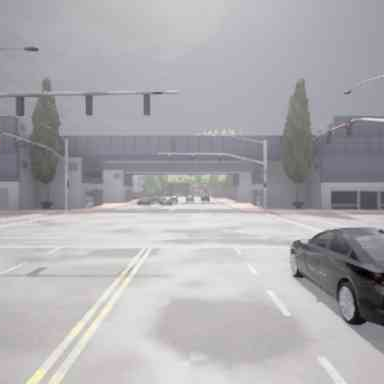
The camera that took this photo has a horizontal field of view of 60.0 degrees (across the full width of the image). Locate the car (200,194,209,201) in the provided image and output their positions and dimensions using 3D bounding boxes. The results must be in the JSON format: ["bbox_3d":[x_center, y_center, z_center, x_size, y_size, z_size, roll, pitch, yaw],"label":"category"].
[{"bbox_3d":[3.098,1.358,83.989,2.128,1.511,4.902,0,0,0],"label":"car"}]

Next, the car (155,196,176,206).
[{"bbox_3d":[-4.161,1.442,53.881,2.128,1.511,4.902,0,0,1],"label":"car"}]

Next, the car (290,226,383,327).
[{"bbox_3d":[3.569,1.471,7.106,1.882,1.535,5.008,0,0,0],"label":"car"}]

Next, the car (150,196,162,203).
[{"bbox_3d":[-7.496,1.475,69.745,2.033,1.411,5.357,0,0,0],"label":"car"}]

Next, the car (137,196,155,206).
[{"bbox_3d":[-7.663,1.514,53.702,1.994,1.385,4.181,0,0,1],"label":"car"}]

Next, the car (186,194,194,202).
[{"bbox_3d":[-0.466,1.471,74.397,2.033,1.411,5.357,0,0,0],"label":"car"}]

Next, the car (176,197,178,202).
[{"bbox_3d":[-3.996,1.488,69.824,1.994,1.385,4.181,0,0,0],"label":"car"}]

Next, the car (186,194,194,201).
[{"bbox_3d":[-0.402,1.320,84.084,1.882,1.535,5.008,0,0,0],"label":"car"}]

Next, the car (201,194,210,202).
[{"bbox_3d":[3.036,1.431,74.601,1.837,1.490,4.892,0,0,0],"label":"car"}]
